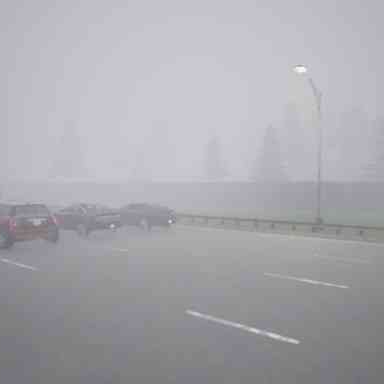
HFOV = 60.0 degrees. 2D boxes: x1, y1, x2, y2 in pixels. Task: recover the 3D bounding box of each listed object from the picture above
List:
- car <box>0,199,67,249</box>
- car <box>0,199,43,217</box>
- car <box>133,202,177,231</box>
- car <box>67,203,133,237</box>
[{"bbox_3d":[-7.568,1.183,13.873,4.553,1.767,2.097,1,0,37],"label":"car"},{"bbox_3d":[-14.625,1.269,27.709,4.718,1.301,1.895,1,1,37],"label":"car"},{"bbox_3d":[-3.112,1.339,19.283,4.892,1.490,1.837,0,0,37],"label":"car"},{"bbox_3d":[-5.621,1.323,16.787,4.902,1.511,2.128,1,1,37],"label":"car"}]
